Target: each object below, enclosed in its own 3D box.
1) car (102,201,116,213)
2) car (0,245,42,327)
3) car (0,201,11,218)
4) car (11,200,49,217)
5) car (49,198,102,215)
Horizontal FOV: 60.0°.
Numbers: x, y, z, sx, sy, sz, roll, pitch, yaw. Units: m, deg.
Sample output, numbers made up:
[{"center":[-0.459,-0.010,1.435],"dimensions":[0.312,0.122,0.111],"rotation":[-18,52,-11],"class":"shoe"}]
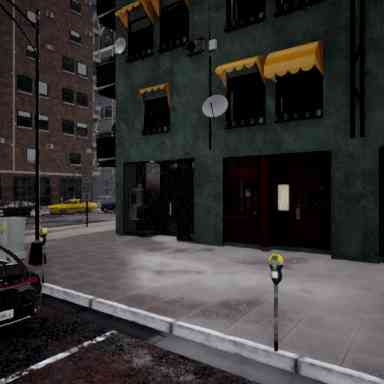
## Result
[{"center":[-6.669,1.271,32.171],"dimensions":[1.895,1.301,4.718],"rotation":[0,1,35],"class":"car"},{"center":[-4.487,1.551,6.065],"dimensions":[4.403,1.369,2.008],"rotation":[0,0,35],"class":"car"},{"center":[-14.192,1.430,20.914],"dimensions":[1.994,1.385,4.181],"rotation":[0,1,32],"class":"car"},{"center":[-14.067,1.350,26.067],"dimensions":[2.008,1.369,4.403],"rotation":[1,1,35],"class":"car"},{"center":[-10.982,1.249,30.495],"dimensions":[1.752,1.417,4.829],"rotation":[1,1,35],"class":"car"}]
